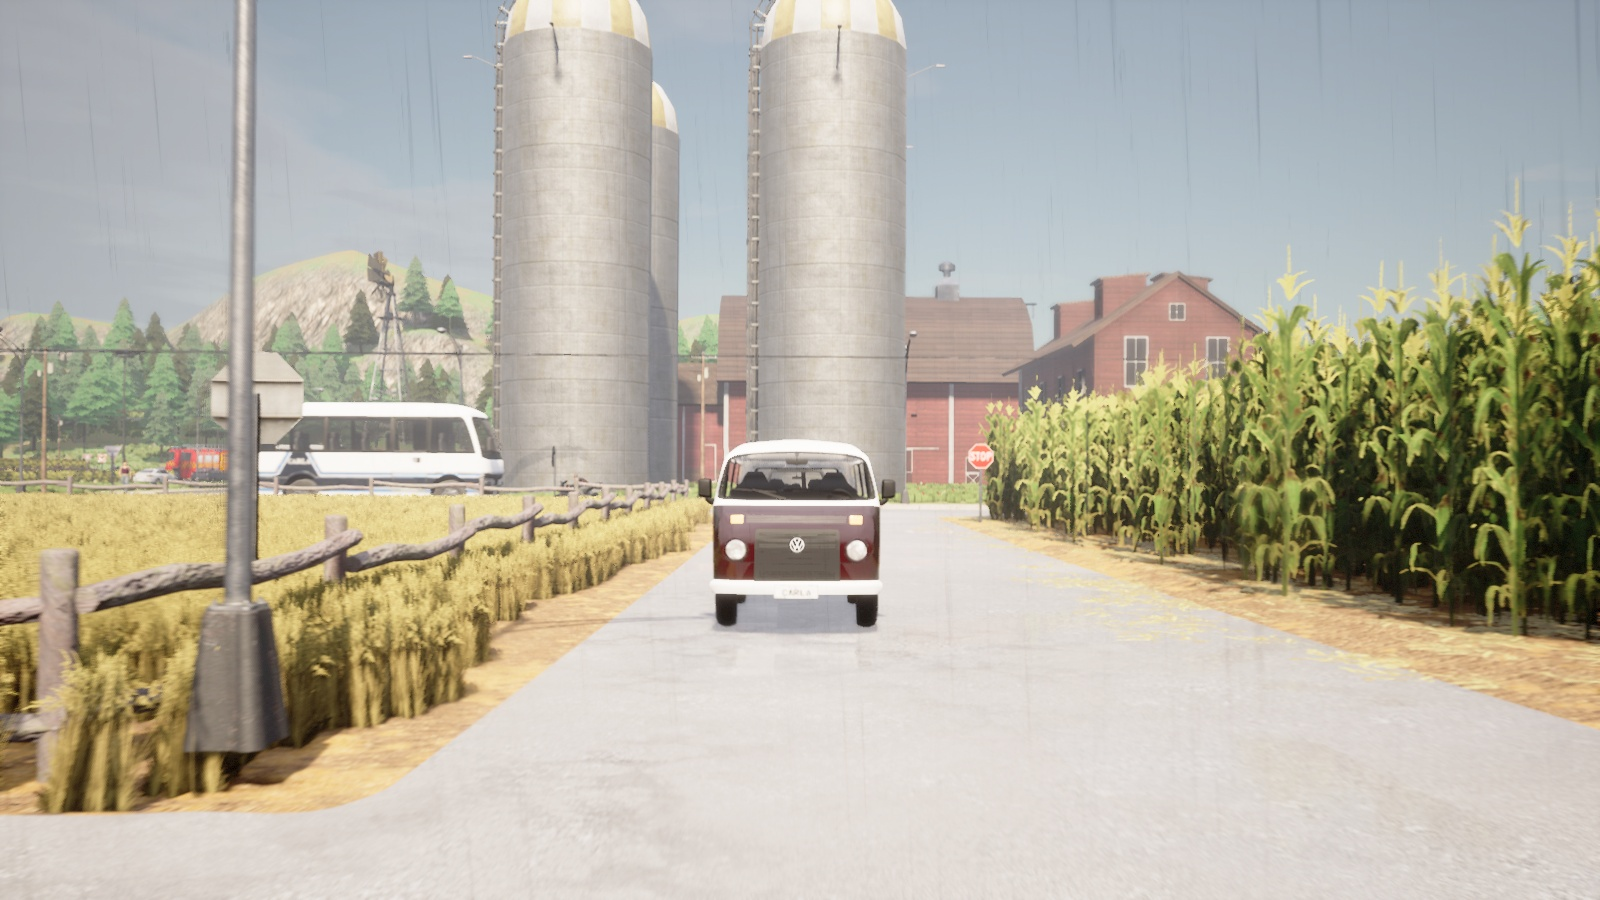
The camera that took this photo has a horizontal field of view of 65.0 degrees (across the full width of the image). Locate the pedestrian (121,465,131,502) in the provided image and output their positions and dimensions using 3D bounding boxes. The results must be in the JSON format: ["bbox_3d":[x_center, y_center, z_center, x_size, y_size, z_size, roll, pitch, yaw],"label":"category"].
[{"bbox_3d":[-33.477,1.677,62.363,0.345,1.836,0.594,0,-1,-18],"label":"pedestrian"}]

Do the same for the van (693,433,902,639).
[{"bbox_3d":[-0.034,0.901,14.699,2.069,2.038,4.480,0,-1,0],"label":"van"}]

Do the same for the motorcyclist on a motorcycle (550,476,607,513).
[{"bbox_3d":[-9.336,1.870,52.945,2.191,1.530,0.866,0,-1,5],"label":"motorcyclist on a motorcycle"}]

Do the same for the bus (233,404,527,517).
[{"bbox_3d":[-16.329,0.422,49.534,10.273,4.253,3.944,0,-1,0],"label":"bus"}]
